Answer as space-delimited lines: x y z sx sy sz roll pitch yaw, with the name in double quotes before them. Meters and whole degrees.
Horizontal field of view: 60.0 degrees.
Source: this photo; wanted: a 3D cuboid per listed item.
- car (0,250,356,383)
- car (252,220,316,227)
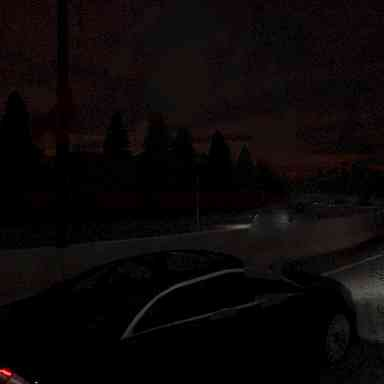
"car" 0.162 1.499 4.110 4.902 1.511 2.128 0 0 -37
"car" 5.219 1.371 18.088 2.097 1.767 4.553 0 0 44
